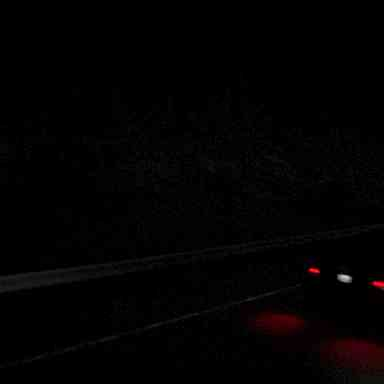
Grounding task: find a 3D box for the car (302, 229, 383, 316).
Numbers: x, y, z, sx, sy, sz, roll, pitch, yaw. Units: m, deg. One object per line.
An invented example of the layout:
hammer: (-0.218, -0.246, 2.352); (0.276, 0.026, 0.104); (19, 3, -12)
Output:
car: (4.620, 1.534, 7.267); (5.357, 1.411, 2.033); (0, 0, -38)
